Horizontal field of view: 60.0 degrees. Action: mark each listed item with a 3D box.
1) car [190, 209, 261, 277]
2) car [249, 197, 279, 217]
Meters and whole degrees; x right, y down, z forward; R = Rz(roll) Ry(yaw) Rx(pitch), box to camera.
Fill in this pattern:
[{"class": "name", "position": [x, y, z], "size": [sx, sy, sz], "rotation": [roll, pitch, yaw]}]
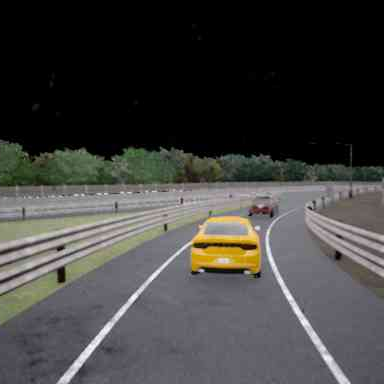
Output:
[{"class": "car", "position": [1.156, 1.534, 10.657], "size": [1.882, 1.535, 5.008], "rotation": [0, 0, 8]}, {"class": "car", "position": [6.542, 1.233, 29.903], "size": [2.097, 1.767, 4.553], "rotation": [0, 1, 22]}]
